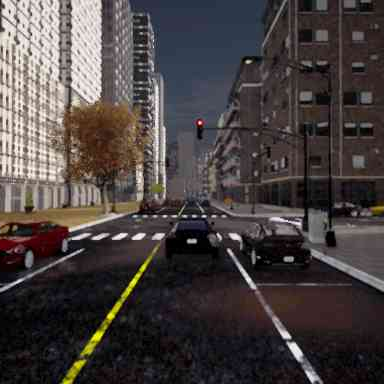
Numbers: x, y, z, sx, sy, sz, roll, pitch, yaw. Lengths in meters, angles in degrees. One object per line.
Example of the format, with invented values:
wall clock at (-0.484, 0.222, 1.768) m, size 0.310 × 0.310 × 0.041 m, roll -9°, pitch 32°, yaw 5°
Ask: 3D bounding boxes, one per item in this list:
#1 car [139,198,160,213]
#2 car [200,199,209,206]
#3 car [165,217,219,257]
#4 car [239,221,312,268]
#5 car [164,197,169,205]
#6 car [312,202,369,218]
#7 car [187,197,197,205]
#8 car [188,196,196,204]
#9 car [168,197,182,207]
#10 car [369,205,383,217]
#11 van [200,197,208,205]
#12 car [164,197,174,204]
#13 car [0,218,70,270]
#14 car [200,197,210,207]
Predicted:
car at (-5.694, 1.715, 43.797) m, size 2.192 × 1.841 × 5.009 m, roll 0°, pitch -1°, yaw 0°
car at (2.685, 2.196, 71.578) m, size 1.752 × 1.417 × 4.829 m, roll 0°, pitch -1°, yaw 0°
car at (0.016, 1.683, 13.482) m, size 1.994 × 1.385 × 4.181 m, roll 0°, pitch 0°, yaw 1°
car at (2.688, 1.651, 11.409) m, size 2.008 × 1.369 × 4.403 m, roll 0°, pitch -1°, yaw 0°
car at (-5.696, 2.291, 76.931) m, size 1.947 × 1.339 × 4.313 m, roll 0°, pitch -1°, yaw 0°
car at (13.424, 1.616, 30.816) m, size 4.403 × 1.369 × 2.008 m, roll -1°, pitch 0°, yaw -1°
car at (-0.005, 2.234, 73.498) m, size 1.994 × 1.385 × 4.181 m, roll 0°, pitch -1°, yaw 0°
car at (-0.004, 1.998, 83.510) m, size 2.097 × 1.767 × 4.553 m, roll 0°, pitch -1°, yaw 0°
car at (-3.023, 2.087, 65.498) m, size 1.882 × 1.535 × 5.008 m, roll 0°, pitch -1°, yaw 1°
car at (18.821, 1.516, 30.872) m, size 4.829 × 1.417 × 1.752 m, roll -1°, pitch 0°, yaw -1°
van at (2.685, 2.066, 76.933) m, size 1.690 × 1.788 × 3.998 m, roll 0°, pitch -1°, yaw 0°
car at (-5.697, 2.097, 82.455) m, size 2.192 × 1.841 × 5.009 m, roll 0°, pitch -1°, yaw 0°
car at (-5.692, 1.645, 11.408) m, size 1.887 × 1.381 × 4.507 m, roll 0°, pitch 0°, yaw 0°
car at (2.686, 2.179, 65.885) m, size 1.947 × 1.339 × 4.313 m, roll 0°, pitch -1°, yaw 0°
